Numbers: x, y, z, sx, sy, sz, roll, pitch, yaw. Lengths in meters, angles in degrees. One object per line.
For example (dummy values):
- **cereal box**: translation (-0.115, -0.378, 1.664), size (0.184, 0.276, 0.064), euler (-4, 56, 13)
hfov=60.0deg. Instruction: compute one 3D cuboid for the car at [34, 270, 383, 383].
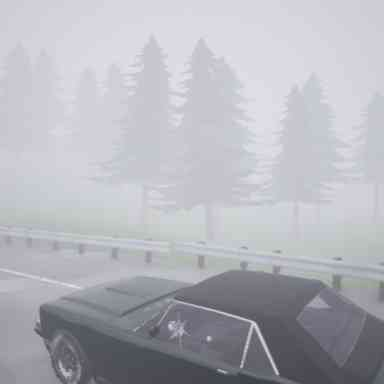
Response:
- **car**: translation (0.329, 1.594, 3.660), size (4.718, 1.301, 1.895), euler (0, 0, 35)
